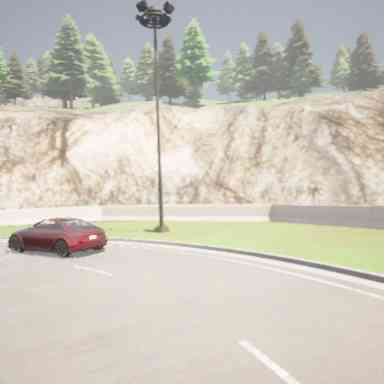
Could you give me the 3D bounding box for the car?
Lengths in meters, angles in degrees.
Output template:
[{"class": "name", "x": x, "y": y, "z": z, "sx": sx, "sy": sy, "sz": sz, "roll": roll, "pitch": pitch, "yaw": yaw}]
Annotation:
[{"class": "car", "x": -5.478, "y": 1.729, "z": 13.513, "sx": 4.181, "sy": 1.385, "sz": 1.994, "roll": -2, "pitch": 0, "yaw": 29}]
